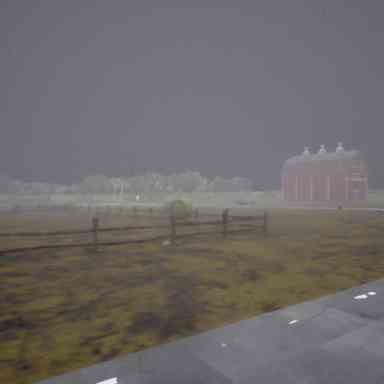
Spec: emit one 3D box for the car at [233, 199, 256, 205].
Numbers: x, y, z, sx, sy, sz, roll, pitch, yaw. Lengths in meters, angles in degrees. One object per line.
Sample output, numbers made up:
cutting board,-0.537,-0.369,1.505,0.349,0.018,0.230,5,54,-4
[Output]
car,11.168,2.137,71.260,2.033,1.411,5.357,1,-2,-36
